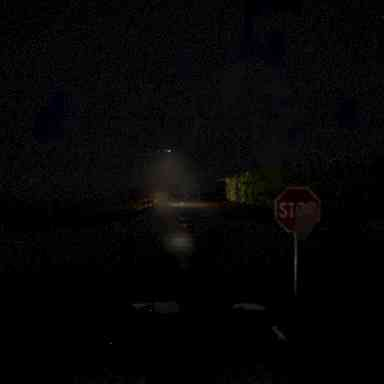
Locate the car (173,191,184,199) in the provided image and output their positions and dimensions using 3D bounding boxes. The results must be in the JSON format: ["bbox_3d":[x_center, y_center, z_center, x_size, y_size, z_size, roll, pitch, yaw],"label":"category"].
[{"bbox_3d":[-2.744,0.595,67.182,1.837,1.490,4.892,0,2,0],"label":"car"}]

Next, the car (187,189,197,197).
[{"bbox_3d":[0.007,0.225,72.998,2.033,1.411,5.357,0,2,0],"label":"car"}]

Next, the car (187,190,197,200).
[{"bbox_3d":[0.006,0.703,62.593,1.837,1.490,4.892,0,2,0],"label":"car"}]
